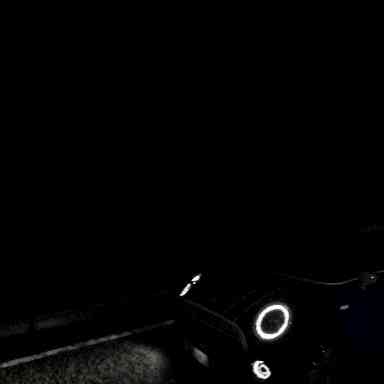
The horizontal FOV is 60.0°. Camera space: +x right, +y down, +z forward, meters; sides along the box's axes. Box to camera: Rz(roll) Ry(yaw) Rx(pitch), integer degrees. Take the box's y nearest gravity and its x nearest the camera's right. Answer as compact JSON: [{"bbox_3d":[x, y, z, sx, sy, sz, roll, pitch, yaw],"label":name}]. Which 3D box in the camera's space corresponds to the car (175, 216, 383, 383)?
[{"bbox_3d":[1.989,1.327,5.132,4.553,1.767,2.097,-1,0,-33],"label":"car"}]
